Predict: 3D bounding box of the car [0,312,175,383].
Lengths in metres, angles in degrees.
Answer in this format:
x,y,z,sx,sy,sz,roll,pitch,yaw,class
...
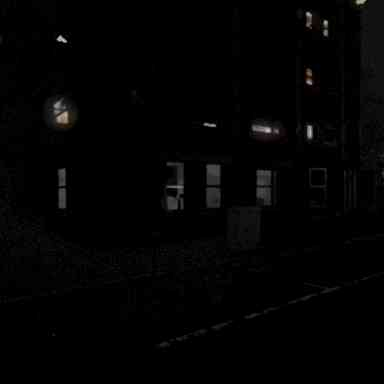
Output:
x,y,z,sx,sy,sz,roll,pitch,yaw,class
-2.542,1.562,1.544,5.357,1.411,2.033,-1,1,-36,car
